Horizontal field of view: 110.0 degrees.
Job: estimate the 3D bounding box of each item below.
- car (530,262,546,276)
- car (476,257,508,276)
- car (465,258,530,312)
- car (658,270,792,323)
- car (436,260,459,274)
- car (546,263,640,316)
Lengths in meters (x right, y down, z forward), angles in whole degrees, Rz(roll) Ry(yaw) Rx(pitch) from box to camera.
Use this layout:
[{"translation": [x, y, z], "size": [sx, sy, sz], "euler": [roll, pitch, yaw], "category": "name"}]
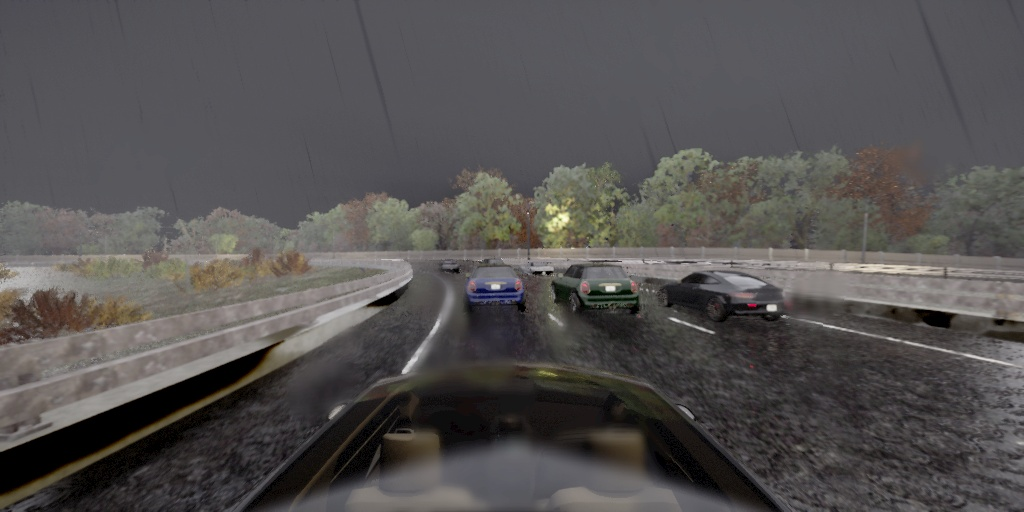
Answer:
[{"translation": [2.197, 1.205, 34.117], "size": [1.895, 1.301, 4.718], "euler": [-1, 0, -17], "category": "car"}, {"translation": [-2.095, 0.992, 35.816], "size": [2.097, 1.767, 4.553], "euler": [-1, 0, -18], "category": "car"}, {"translation": [-0.791, 1.061, 14.254], "size": [2.097, 1.767, 4.553], "euler": [-1, 0, -6], "category": "car"}, {"translation": [6.538, 1.174, 11.591], "size": [1.812, 1.442, 4.674], "euler": [0, 0, -5], "category": "car"}, {"translation": [-7.206, 1.167, 39.780], "size": [2.128, 1.511, 4.902], "euler": [0, 0, -21], "category": "car"}, {"translation": [2.836, 1.030, 13.241], "size": [2.097, 1.767, 4.553], "euler": [-1, 0, -6], "category": "car"}]
